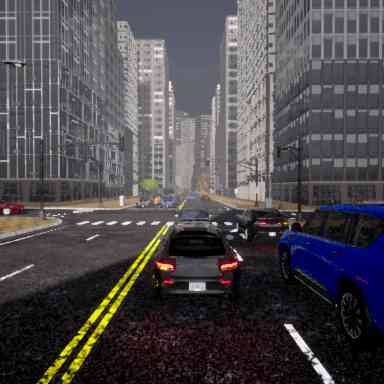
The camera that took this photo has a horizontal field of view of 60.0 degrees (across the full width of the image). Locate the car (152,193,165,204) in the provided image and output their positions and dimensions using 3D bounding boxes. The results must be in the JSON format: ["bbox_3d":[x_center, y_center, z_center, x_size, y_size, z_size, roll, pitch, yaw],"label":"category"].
[{"bbox_3d":[-6.591,1.166,65.970,2.150,2.045,5.566,0,0,1],"label":"car"}]

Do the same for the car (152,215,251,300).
[{"bbox_3d":[0.092,1.522,8.240,1.812,1.442,4.674,0,0,0],"label":"car"}]

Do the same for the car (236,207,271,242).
[{"bbox_3d":[3.336,1.496,16.243,1.837,1.490,4.892,0,0,0],"label":"car"}]

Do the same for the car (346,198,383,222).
[{"bbox_3d":[16.175,1.519,28.364,5.009,1.841,2.192,1,0,1],"label":"car"}]

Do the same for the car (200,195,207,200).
[{"bbox_3d":[3.169,1.434,89.978,1.812,1.442,4.674,0,0,0],"label":"car"}]

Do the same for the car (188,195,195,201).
[{"bbox_3d":[-0.074,1.464,80.776,2.033,1.411,5.357,0,0,0],"label":"car"}]

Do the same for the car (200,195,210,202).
[{"bbox_3d":[3.181,1.408,76.627,1.882,1.535,5.008,0,0,0],"label":"car"}]

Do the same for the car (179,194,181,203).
[{"bbox_3d":[-3.386,1.503,57.323,2.033,1.411,5.357,0,0,0],"label":"car"}]

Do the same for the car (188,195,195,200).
[{"bbox_3d":[-0.083,1.461,90.673,1.994,1.385,4.181,0,0,0],"label":"car"}]

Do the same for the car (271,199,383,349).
[{"bbox_3d":[3.348,1.218,6.383,2.150,2.045,5.566,0,0,0],"label":"car"}]

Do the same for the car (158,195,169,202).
[{"bbox_3d":[-6.571,1.471,76.450,2.033,1.411,5.357,0,0,0],"label":"car"}]

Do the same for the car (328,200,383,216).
[{"bbox_3d":[16.886,1.608,34.135,4.902,1.511,2.128,1,1,1],"label":"car"}]

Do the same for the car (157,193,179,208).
[{"bbox_3d":[-3.389,1.318,47.851,2.097,1.767,4.553,0,0,0],"label":"car"}]

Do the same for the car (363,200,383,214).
[{"bbox_3d":[21.776,1.643,36.656,4.829,1.417,1.752,1,0,1],"label":"car"}]

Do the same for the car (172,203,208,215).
[{"bbox_3d":[0.086,1.538,17.514,2.033,1.411,5.357,0,0,0],"label":"car"}]

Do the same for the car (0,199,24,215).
[{"bbox_3d":[-18.546,1.330,31.481,5.008,1.535,1.882,1,1,1],"label":"car"}]

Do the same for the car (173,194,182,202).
[{"bbox_3d":[-3.321,1.285,77.348,2.097,1.767,4.553,0,0,0],"label":"car"}]

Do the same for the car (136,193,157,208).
[{"bbox_3d":[-6.670,1.318,47.803,2.097,1.767,4.553,0,0,1],"label":"car"}]
